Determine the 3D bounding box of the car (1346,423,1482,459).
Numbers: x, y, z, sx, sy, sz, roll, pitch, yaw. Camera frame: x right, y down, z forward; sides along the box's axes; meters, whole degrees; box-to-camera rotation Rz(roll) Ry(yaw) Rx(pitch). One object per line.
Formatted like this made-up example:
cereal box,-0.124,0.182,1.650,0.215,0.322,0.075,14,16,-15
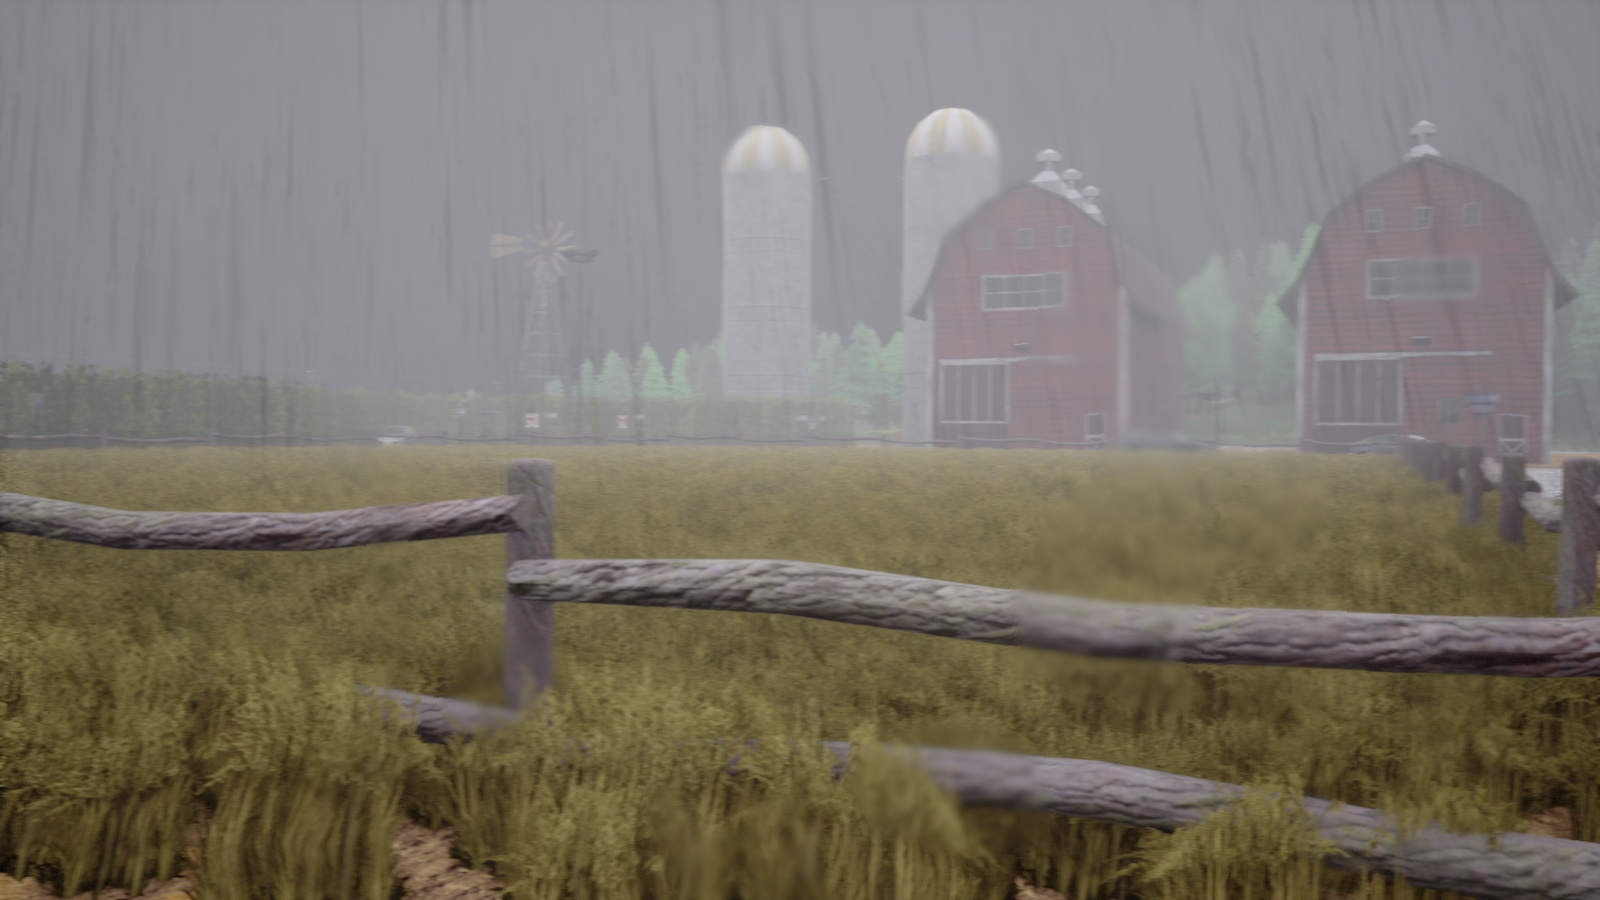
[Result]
car,26.316,-0.389,53.953,2.163,1.488,4.792,-2,1,-44

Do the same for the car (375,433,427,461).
car,-22.671,-0.194,71.403,1.970,1.475,3.806,-1,1,-4

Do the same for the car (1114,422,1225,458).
car,17.495,-0.454,59.464,4.856,1.649,2.033,0,1,22
